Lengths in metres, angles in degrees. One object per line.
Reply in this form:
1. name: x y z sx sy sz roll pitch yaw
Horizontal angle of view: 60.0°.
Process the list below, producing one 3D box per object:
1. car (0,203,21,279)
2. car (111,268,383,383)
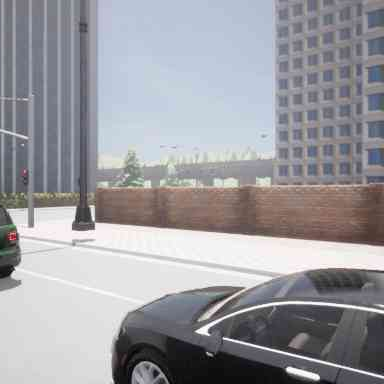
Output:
1. car: -6.748 1.221 8.791 5.566 2.045 2.150 0 0 35
2. car: 1.328 1.505 3.046 4.892 1.490 1.837 0 0 36
